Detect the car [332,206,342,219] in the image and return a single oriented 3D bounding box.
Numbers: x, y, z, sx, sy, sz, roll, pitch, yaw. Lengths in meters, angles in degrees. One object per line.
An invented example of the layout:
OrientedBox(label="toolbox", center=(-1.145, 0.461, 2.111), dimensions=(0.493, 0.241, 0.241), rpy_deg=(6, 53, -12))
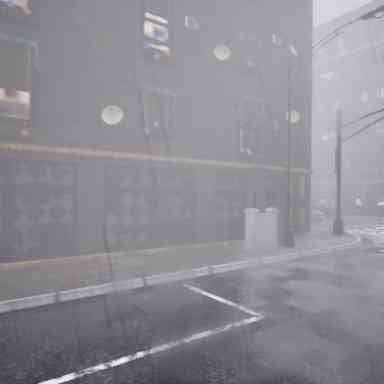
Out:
OrientedBox(label="car", center=(11.684, 1.785, 30.785), dimensions=(1.802, 1.307, 4.206), rpy_deg=(0, -1, -35))

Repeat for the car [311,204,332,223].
OrientedBox(label="car", center=(8.055, 1.629, 25.905), dimensions=(1.812, 1.442, 4.674), rpy_deg=(1, -1, -36))
